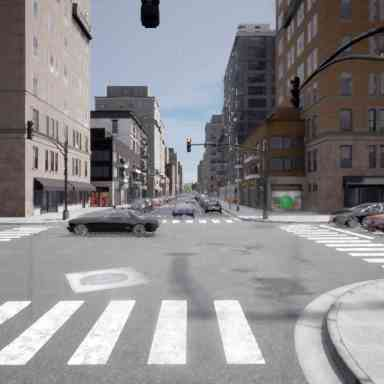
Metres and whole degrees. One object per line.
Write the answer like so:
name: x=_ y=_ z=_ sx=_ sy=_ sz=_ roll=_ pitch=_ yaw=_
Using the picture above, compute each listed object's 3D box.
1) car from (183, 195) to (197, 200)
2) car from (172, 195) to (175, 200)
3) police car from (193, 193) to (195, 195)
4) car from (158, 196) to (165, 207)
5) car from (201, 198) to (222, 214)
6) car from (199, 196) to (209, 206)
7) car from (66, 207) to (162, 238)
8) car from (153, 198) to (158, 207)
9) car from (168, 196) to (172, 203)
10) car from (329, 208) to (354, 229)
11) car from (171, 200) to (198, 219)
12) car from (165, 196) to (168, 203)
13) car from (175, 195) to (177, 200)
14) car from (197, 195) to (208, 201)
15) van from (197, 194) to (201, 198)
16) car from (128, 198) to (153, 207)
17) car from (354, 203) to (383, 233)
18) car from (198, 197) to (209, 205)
car: x=-0.304 y=1.696 z=63.126 sx=1.895 sy=1.301 sz=4.718 roll=0 pitch=0 yaw=0
car: x=-5.812 y=1.695 z=80.242 sx=2.008 sy=1.369 sz=4.403 roll=0 pitch=0 yaw=0
police car: x=0.391 y=1.599 z=90.239 sx=1.930 sy=1.638 sz=5.238 roll=0 pitch=0 yaw=0
car: x=-5.785 y=1.653 z=52.688 sx=1.802 sy=1.307 sz=4.206 roll=0 pitch=0 yaw=0
car: x=2.257 y=1.606 z=36.163 sx=1.947 sy=1.339 sz=4.313 roll=0 pitch=0 yaw=0
car: x=2.246 y=1.641 z=47.186 sx=1.802 sy=1.307 sz=4.206 roll=0 pitch=0 yaw=0
car: x=-3.975 y=1.613 z=17.352 sx=4.718 sy=1.301 sz=1.895 roll=0 pitch=0 yaw=0
car: x=-5.774 y=1.490 z=41.667 sx=1.967 sy=1.590 sz=4.097 roll=0 pitch=0 yaw=0
car: x=-5.801 y=1.552 z=69.220 sx=1.967 sy=1.590 sz=4.097 roll=0 pitch=0 yaw=0
car: x=11.126 y=1.451 z=20.695 sx=4.902 sy=1.511 sz=2.128 roll=0 pitch=0 yaw=0
car: x=-0.682 y=1.630 z=29.725 sx=1.895 sy=1.301 sz=4.718 roll=0 pitch=0 yaw=0
car: x=-5.790 y=1.634 z=58.199 sx=2.008 sy=1.369 sz=4.403 roll=0 pitch=0 yaw=0
car: x=-5.823 y=1.721 z=91.264 sx=1.887 sy=1.381 sz=4.507 roll=0 pitch=0 yaw=0
car: x=2.240 y=1.637 z=52.696 sx=1.947 sy=1.339 sz=4.313 roll=0 pitch=0 yaw=0
van: x=2.235 y=1.424 z=58.207 sx=1.690 sy=1.788 sz=3.998 roll=0 pitch=0 yaw=0
car: x=-5.768 y=1.480 z=36.156 sx=1.967 sy=1.590 sz=4.097 roll=0 pitch=0 yaw=0
car: x=11.417 y=1.478 z=17.444 sx=4.674 sy=1.442 sz=1.812 roll=0 pitch=0 yaw=0
car: x=2.229 y=1.648 z=63.718 sx=2.008 sy=1.369 sz=4.403 roll=0 pitch=0 yaw=0
